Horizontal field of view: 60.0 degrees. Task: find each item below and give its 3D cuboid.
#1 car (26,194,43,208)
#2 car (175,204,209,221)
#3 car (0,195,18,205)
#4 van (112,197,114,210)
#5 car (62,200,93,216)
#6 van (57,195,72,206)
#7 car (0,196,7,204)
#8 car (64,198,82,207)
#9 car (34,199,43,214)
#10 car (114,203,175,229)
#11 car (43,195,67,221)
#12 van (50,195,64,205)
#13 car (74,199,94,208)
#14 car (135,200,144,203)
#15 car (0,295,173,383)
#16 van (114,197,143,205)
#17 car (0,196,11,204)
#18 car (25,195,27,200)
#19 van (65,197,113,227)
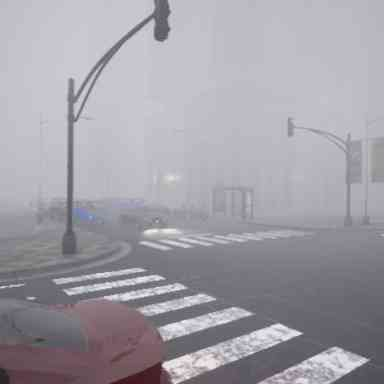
[{"bbox_3d":[-23.270,1.489,50.623,2.097,1.767,4.553,1,-1,-35],"label":"car"},{"bbox_3d":[-0.320,1.701,28.231,2.008,1.369,4.403,1,0,-35],"label":"car"},{"bbox_3d":[-33.553,1.643,60.341,2.008,1.369,4.403,1,-1,-35],"label":"car"},{"bbox_3d":[-10.174,1.499,42.125,1.690,1.788,3.998,1,-1,-35],"label":"van"},{"bbox_3d":[-11.997,1.616,34.565,1.812,1.442,4.674,1,0,-35],"label":"car"},{"bbox_3d":[-23.315,1.521,60.647,1.690,1.788,3.998,1,-1,-35],"label":"van"},{"bbox_3d":[-40.025,1.629,69.463,1.752,1.417,4.829,1,-1,-35],"label":"car"},{"bbox_3d":[-20.032,1.756,56.014,1.802,1.307,4.206,1,-1,-35],"label":"car"},{"bbox_3d":[-13.843,1.643,32.559,1.802,1.307,4.206,1,0,-35],"label":"car"},{"bbox_3d":[-3.298,1.649,22.295,1.994,1.385,4.181,1,0,-35],"label":"car"},{"bbox_3d":[-10.555,1.373,27.930,2.192,1.841,5.009,1,0,-35],"label":"car"},{"bbox_3d":[-26.601,1.527,65.277,1.690,1.788,3.998,1,-1,-35],"label":"van"},{"bbox_3d":[-16.747,1.750,51.383,1.802,1.307,4.206,1,-1,-35],"label":"car"},{"bbox_3d":[-3.606,1.734,32.862,1.802,1.307,4.206,1,0,-35],"label":"car"},{"bbox_3d":[-2.484,1.481,1.790,5.008,1.535,1.882,1,0,-35],"label":"car"},{"bbox_3d":[-6.889,1.496,37.495,1.690,1.788,3.998,1,0,-35],"label":"van"},{"bbox_3d":[-36.837,1.538,64.972,1.967,1.590,4.097,1,-1,-35],"label":"car"},{"bbox_3d":[-39.741,1.525,83.799,2.192,1.841,5.009,1,-1,-35],"label":"car"},{"bbox_3d":[-7.270,1.398,23.299,1.690,1.788,3.998,1,0,-35],"label":"van"}]
